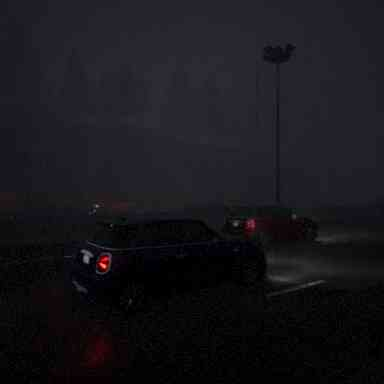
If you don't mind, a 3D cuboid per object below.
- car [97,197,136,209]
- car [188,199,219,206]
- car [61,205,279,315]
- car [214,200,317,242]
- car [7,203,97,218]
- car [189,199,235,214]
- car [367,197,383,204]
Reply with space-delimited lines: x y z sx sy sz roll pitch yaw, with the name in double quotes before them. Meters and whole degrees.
"car" -7.820 1.343 32.749 4.553 1.767 2.097 0 0 -35
"car" 0.743 1.482 25.917 4.902 1.511 2.128 0 0 -35
"car" -0.360 1.349 7.789 4.553 1.767 2.097 0 0 -35
"car" 3.519 1.344 14.816 4.553 1.767 2.097 0 0 -35
"car" -9.703 1.544 22.860 5.357 1.411 2.033 0 0 -35
"car" 2.176 1.511 35.390 4.674 1.442 1.812 0 0 -34
"car" 27.199 1.509 48.208 4.892 1.490 1.837 0 0 -36
